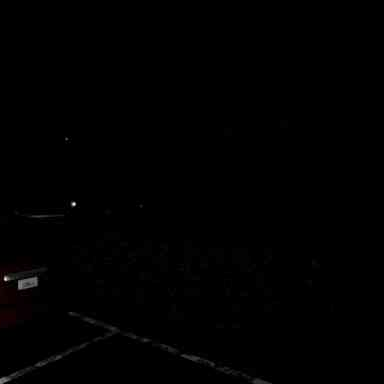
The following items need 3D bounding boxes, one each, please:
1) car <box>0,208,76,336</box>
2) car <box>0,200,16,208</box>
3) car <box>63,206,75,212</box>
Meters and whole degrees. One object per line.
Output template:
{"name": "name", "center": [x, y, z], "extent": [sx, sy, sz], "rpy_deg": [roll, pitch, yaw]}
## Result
{"name": "car", "center": [-4.142, 1.317, 5.907], "extent": [5.009, 1.841, 2.192], "rpy_deg": [0, -1, 36]}
{"name": "car", "center": [-18.239, 1.503, 29.766], "extent": [2.097, 1.767, 4.553], "rpy_deg": [-1, -1, 37]}
{"name": "car", "center": [-12.163, 1.838, 37.951], "extent": [1.895, 1.301, 4.718], "rpy_deg": [-1, -1, 36]}
